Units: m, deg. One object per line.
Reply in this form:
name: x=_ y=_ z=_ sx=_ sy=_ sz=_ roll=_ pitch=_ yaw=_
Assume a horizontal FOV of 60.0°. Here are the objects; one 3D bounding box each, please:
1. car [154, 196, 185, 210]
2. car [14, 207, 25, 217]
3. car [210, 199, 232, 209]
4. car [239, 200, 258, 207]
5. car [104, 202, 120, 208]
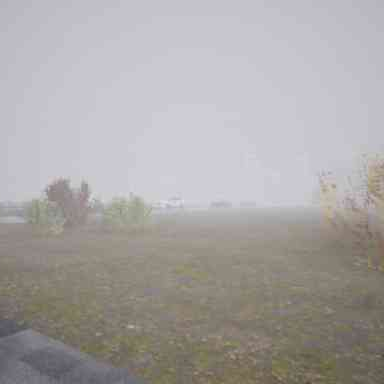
car: x=-3.347 y=1.690 z=50.857 sx=2.150 sy=2.045 sz=5.566 roll=-1 pitch=-1 yaw=36
car: x=-15.657 y=1.802 z=33.779 sx=1.994 sy=1.385 sz=4.181 roll=-1 pitch=-1 yaw=36
car: x=4.950 y=1.987 z=56.203 sx=1.882 sy=1.535 sz=5.008 roll=-1 pitch=-1 yaw=36
car: x=11.012 y=2.171 z=64.631 sx=2.033 sy=1.411 sz=5.357 roll=-1 pitch=-1 yaw=36
car: x=-10.218 y=1.886 z=41.328 sx=2.033 sy=1.411 sz=5.357 roll=-1 pitch=-1 yaw=36
